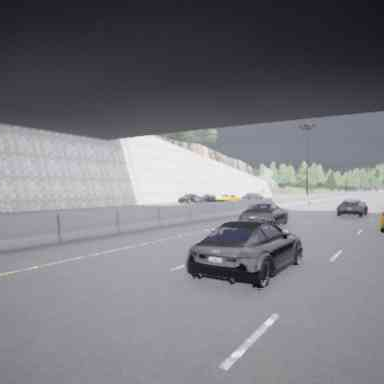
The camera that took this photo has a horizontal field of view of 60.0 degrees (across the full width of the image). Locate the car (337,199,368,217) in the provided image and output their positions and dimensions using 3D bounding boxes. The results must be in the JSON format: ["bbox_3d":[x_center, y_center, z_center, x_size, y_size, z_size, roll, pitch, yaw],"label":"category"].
[{"bbox_3d":[13.439,1.277,27.818,1.994,1.385,4.181,0,1,32],"label":"car"}]

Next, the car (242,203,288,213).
[{"bbox_3d":[4.409,1.362,20.105,1.994,1.385,4.181,0,1,32],"label":"car"}]

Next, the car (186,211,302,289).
[{"bbox_3d":[1.601,1.472,9.142,1.994,1.385,4.181,0,1,32],"label":"car"}]

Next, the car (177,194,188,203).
[{"bbox_3d":[-0.336,1.002,52.054,1.837,1.490,4.892,0,0,33],"label":"car"}]

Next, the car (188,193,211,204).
[{"bbox_3d":[2.060,1.008,49.316,2.128,1.511,4.902,0,1,33],"label":"car"}]

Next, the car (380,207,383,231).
[{"bbox_3d":[11.491,1.287,18.200,1.882,1.535,5.008,0,1,32],"label":"car"}]

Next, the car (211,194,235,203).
[{"bbox_3d":[5.060,1.008,47.509,1.882,1.535,5.008,0,0,33],"label":"car"}]

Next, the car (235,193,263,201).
[{"bbox_3d":[8.131,0.894,45.814,2.097,1.767,4.553,0,1,33],"label":"car"}]
